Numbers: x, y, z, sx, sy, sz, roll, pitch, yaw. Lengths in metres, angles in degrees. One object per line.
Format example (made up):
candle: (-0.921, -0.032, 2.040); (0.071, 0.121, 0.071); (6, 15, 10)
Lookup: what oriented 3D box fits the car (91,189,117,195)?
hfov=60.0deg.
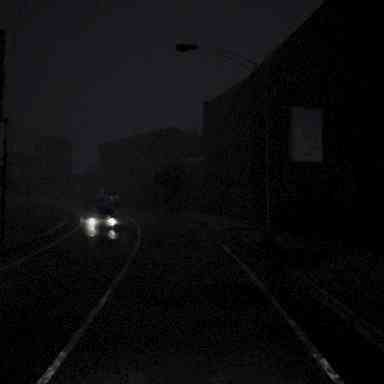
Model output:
car: (-10.977, 0.687, 40.900); (2.150, 2.045, 5.566); (3, 0, -36)

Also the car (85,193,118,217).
car: (-7.877, 1.171, 28.124); (1.882, 1.535, 5.008); (2, 1, -24)
